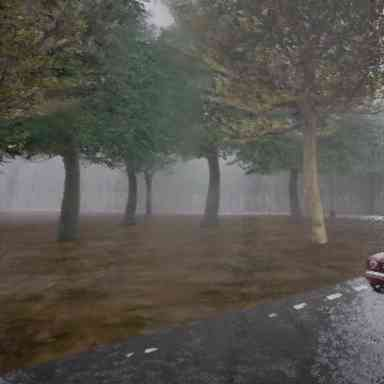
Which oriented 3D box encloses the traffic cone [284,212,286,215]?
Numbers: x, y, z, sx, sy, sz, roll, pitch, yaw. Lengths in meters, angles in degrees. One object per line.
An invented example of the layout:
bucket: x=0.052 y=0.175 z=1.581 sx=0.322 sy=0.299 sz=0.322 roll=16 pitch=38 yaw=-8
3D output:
traffic cone: x=16.195 y=3.621 z=57.815 sx=0.340 sy=0.580 sz=0.340 roll=0 pitch=-2 yaw=-27

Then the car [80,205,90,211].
car: x=-29.835 y=4.188 z=89.386 sx=4.892 sy=1.490 sz=1.837 roll=1 pitch=0 yaw=-1

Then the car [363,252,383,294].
car: x=5.861 y=1.583 z=7.594 sx=4.718 sy=1.301 sz=1.895 roll=0 pitch=0 yaw=-38
